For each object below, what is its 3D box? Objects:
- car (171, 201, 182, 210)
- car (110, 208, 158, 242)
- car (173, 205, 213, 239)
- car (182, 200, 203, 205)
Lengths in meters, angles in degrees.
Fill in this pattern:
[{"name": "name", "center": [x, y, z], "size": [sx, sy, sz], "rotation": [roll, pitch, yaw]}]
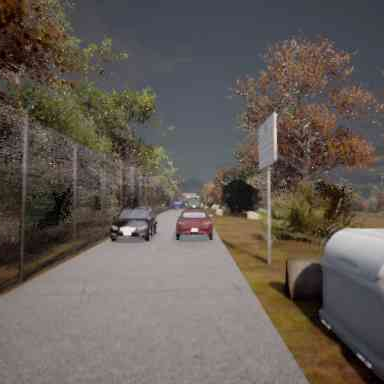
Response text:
[{"name": "car", "center": [-2.530, 2.348, 58.319], "size": [1.882, 1.535, 5.008], "rotation": [0, -2, 1]}, {"name": "car", "center": [-2.818, 1.569, 16.966], "size": [2.128, 1.511, 4.902], "rotation": [0, -1, 0]}, {"name": "car", "center": [0.121, 1.609, 17.640], "size": [1.812, 1.442, 4.674], "rotation": [0, -1, 0]}, {"name": "car", "center": [0.245, 1.756, 39.713], "size": [2.097, 1.767, 4.553], "rotation": [0, -1, 0]}]
